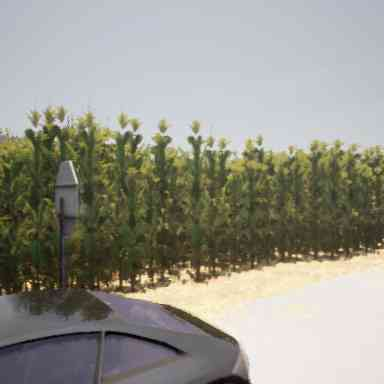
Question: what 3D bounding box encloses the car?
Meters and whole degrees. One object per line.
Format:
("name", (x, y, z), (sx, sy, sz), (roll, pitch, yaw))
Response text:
("car", (-1.491, 1.564, 2.420), (4.181, 1.385, 1.994), (0, 0, -35))
